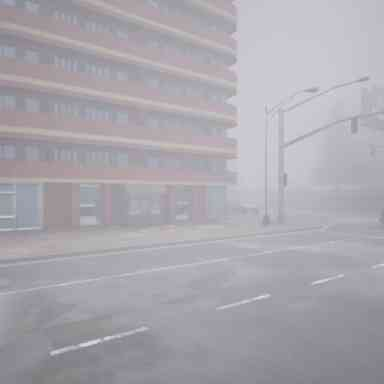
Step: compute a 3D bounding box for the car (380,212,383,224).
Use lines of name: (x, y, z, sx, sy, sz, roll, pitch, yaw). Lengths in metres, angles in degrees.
car: (12.485, 1.547, 18.786, 2.033, 1.411, 5.357, 0, 0, 9)

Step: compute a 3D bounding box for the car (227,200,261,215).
car: (4.984, 1.526, 34.561, 1.812, 1.442, 4.674, 0, 0, -36)
